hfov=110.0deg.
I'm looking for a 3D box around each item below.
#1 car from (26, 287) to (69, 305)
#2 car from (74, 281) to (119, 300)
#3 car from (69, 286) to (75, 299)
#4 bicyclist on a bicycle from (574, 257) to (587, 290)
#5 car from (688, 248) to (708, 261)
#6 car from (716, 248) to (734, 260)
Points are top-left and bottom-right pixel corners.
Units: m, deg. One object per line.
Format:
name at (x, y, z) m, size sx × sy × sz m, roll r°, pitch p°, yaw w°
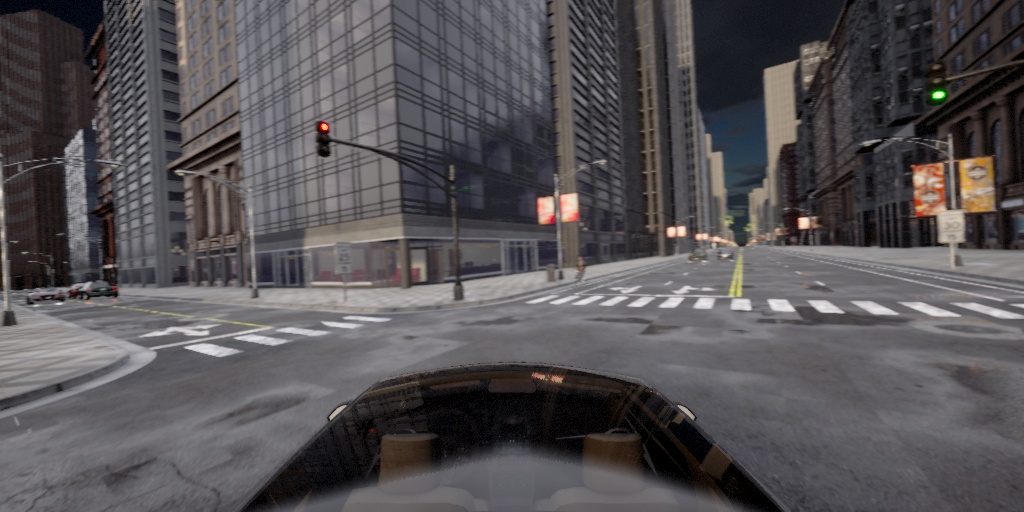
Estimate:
car at (-42.742, 3.600, 32.823) m, size 4.181 × 1.385 × 1.994 m, roll -3°, pitch 0°, yaw 33°
car at (-40.076, 3.248, 34.720) m, size 4.553 × 1.767 × 2.097 m, roll -3°, pitch 0°, yaw 33°
car at (-45.662, 3.675, 38.283) m, size 5.008 × 1.535 × 1.882 m, roll -3°, pitch 0°, yaw 33°
bicyclist on a bicycle at (3.683, 0.915, 19.450) m, size 0.659 × 1.776 × 1.843 m, roll -3°, pitch 0°, yaw 33°
car at (26.084, -0.261, 50.225) m, size 2.097 × 1.767 × 4.553 m, roll -3°, pitch 0°, yaw 33°
car at (28.807, -0.258, 48.445) m, size 2.128 × 1.511 × 4.902 m, roll -3°, pitch 0°, yaw 33°
